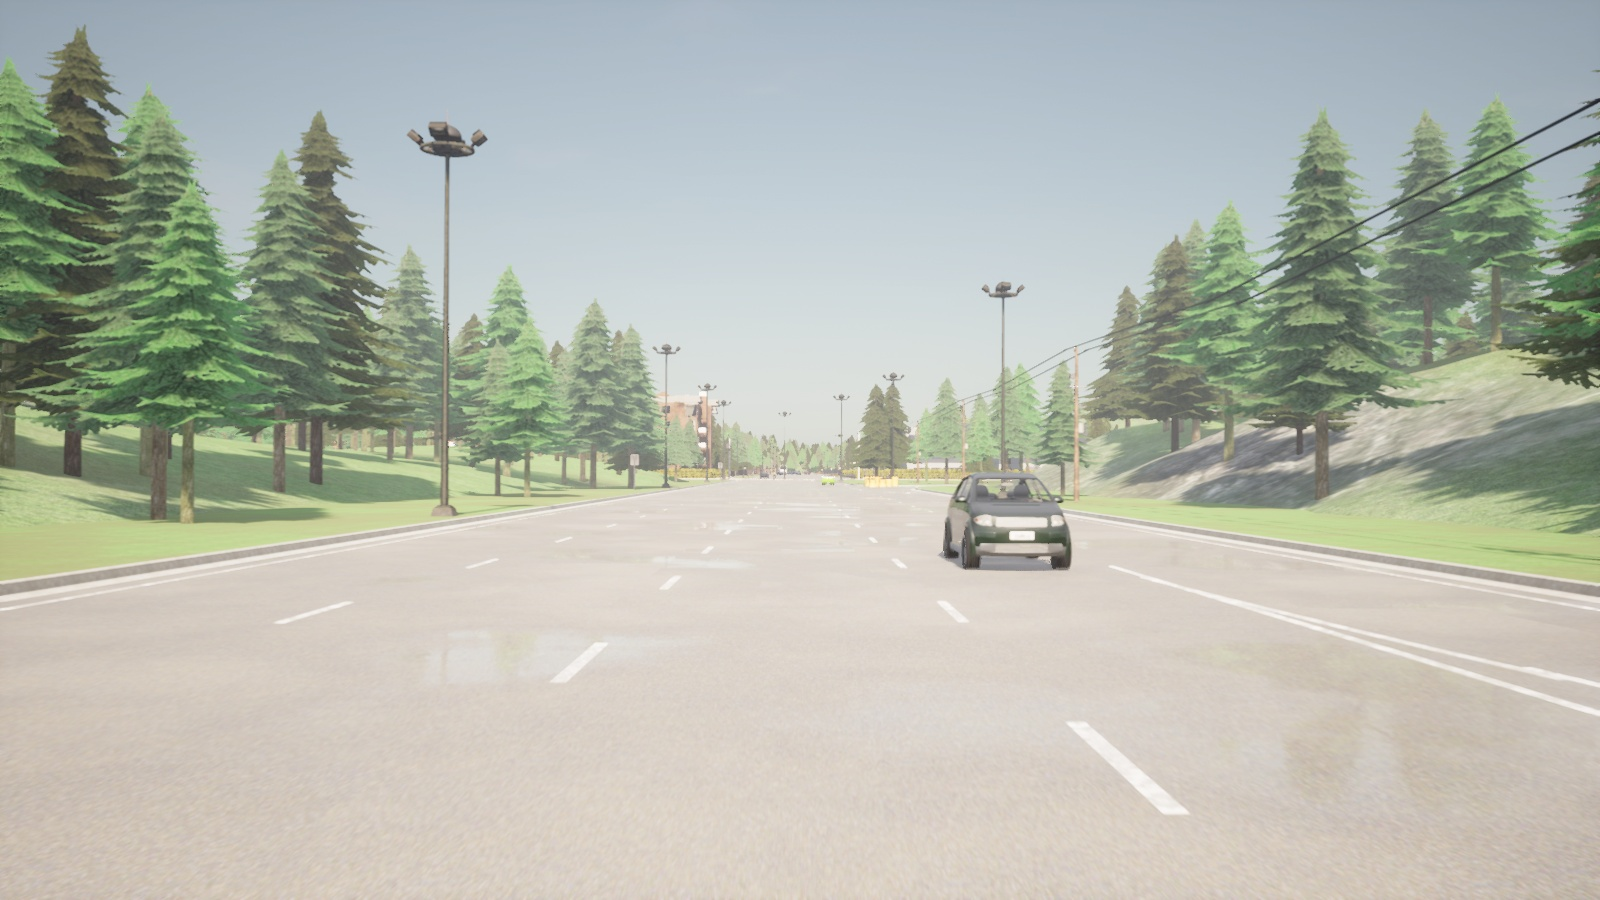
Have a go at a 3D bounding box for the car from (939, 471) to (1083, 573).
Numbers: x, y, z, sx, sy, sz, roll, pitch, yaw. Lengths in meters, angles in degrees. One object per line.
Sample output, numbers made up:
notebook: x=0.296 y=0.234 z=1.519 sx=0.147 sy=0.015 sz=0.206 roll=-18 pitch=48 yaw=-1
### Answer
car: x=3.449 y=1.138 z=21.139 sx=1.789 sy=1.549 sz=3.705 roll=0 pitch=-1 yaw=0
